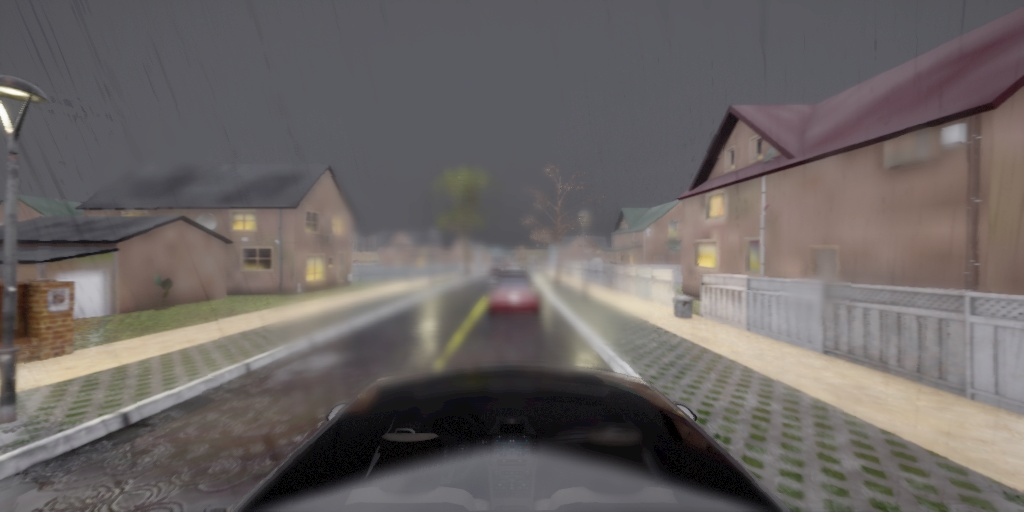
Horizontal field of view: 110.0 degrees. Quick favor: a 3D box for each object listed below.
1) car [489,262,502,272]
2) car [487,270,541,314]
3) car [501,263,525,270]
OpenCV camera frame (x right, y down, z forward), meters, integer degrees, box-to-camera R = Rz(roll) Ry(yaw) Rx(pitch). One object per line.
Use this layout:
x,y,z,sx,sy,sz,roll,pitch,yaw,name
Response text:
-1.997,1.704,50.056,2.097,1.767,4.553,0,-1,2,car
0.115,1.449,14.441,1.994,1.385,4.181,0,-1,1,car
0.347,1.549,30.323,1.882,1.535,5.008,0,0,2,car
